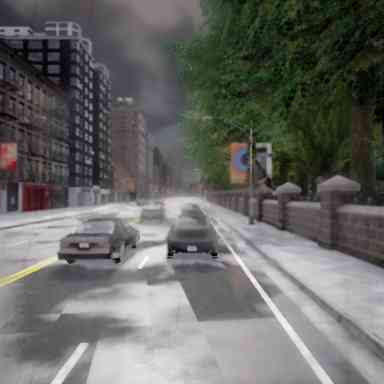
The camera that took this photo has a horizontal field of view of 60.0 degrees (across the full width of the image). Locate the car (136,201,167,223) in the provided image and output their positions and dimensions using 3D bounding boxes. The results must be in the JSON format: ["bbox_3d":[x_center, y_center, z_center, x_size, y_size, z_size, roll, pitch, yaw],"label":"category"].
[{"bbox_3d":[-3.223,1.783,28.504,2.128,1.511,4.902,0,0,0],"label":"car"}]

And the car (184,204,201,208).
[{"bbox_3d":[0.027,1.797,28.504,1.837,1.490,4.892,0,0,0],"label":"car"}]

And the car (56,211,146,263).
[{"bbox_3d":[-3.237,1.676,12.522,2.033,1.411,5.357,0,-1,0],"label":"car"}]

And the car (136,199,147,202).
[{"bbox_3d":[-9.748,2.175,65.627,1.837,1.490,4.892,0,0,0],"label":"car"}]

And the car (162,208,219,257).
[{"bbox_3d":[0.025,1.645,13.504,1.837,1.490,4.892,0,0,0],"label":"car"}]
